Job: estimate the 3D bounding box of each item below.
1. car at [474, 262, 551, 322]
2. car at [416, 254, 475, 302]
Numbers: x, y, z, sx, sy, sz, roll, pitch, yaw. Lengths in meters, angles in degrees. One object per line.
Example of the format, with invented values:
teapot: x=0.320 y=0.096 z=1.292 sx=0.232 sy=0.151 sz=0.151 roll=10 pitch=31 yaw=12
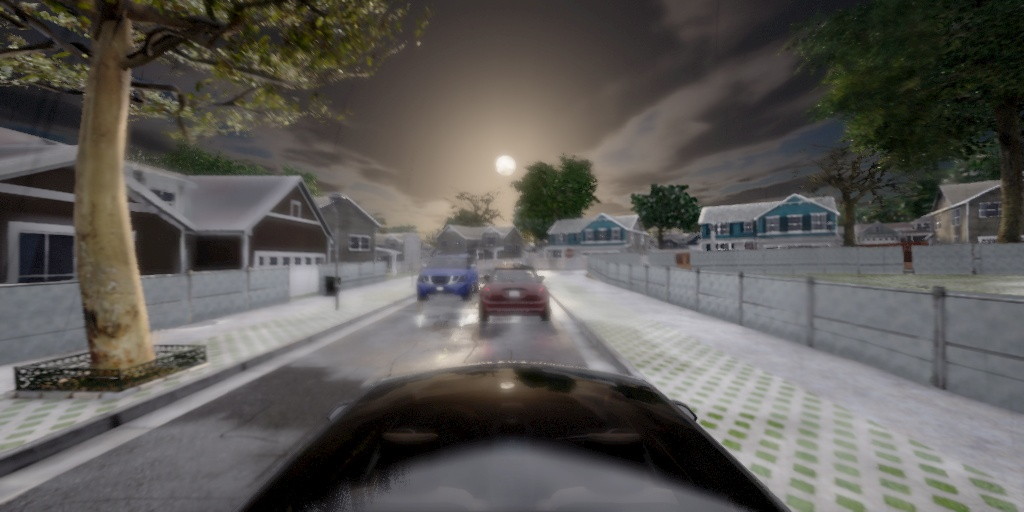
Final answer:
car: x=0.082 y=1.063 z=12.204 sx=2.097 sy=1.767 sz=4.553 roll=0 pitch=0 yaw=0
car: x=-2.831 y=0.911 z=16.906 sx=2.150 sy=2.045 sz=5.566 roll=0 pitch=0 yaw=0
